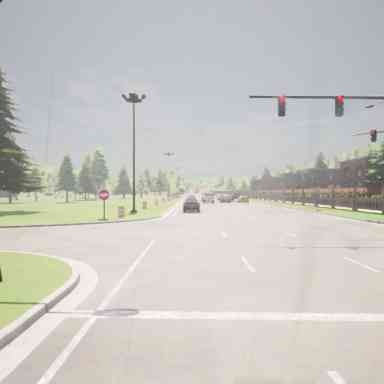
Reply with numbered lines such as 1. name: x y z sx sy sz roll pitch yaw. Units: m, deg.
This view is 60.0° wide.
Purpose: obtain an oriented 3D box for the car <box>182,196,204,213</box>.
1. car: -0.051 1.492 37.480 2.128 1.511 4.902 0 0 0

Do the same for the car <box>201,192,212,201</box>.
1. car: 3.393 1.057 78.548 2.150 2.045 5.566 0 0 0

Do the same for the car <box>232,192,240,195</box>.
1. car: 10.393 1.057 78.557 2.150 2.045 5.566 0 0 0

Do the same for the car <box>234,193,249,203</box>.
1. car: 10.408 1.477 68.107 1.882 1.535 5.008 0 0 0

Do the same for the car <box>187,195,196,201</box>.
1. car: -0.107 1.372 78.513 2.033 1.411 5.357 0 0 0

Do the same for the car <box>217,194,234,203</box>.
1. car: 6.907 1.564 68.519 1.994 1.385 4.181 0 0 0

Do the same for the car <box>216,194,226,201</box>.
1. car: 6.893 1.310 78.522 1.882 1.535 5.008 0 0 0

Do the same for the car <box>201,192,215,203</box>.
1. car: 3.408 1.221 68.128 2.150 2.045 5.566 0 0 0
